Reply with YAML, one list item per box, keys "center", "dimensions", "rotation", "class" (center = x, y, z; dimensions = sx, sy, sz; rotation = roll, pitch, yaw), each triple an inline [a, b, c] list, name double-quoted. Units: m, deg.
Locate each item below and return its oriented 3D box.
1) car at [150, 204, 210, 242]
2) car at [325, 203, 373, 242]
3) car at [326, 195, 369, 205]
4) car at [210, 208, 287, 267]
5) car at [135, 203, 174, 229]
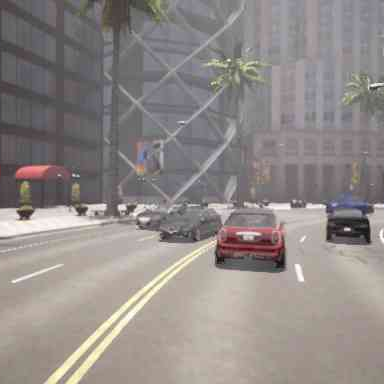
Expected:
- center: [0.043, 1.516, 16.724]
  dimensions: [1.837, 1.490, 4.892]
  rotation: [0, 0, 23]
  class: "car"
- center: [8.049, 1.540, 17.129]
  dimensions: [1.882, 1.535, 5.008]
  rotation: [0, 0, 26]
  class: "car"
- center: [14.580, 1.334, 30.832]
  dimensions: [5.566, 2.045, 2.150]
  rotation: [0, 0, -39]
  class: "car"
- center: [2.245, 1.374, 11.836]
  dimensions: [2.097, 1.767, 4.553]
  rotation: [0, 0, 16]
  class: "car"
- center: [-1.680, 1.495, 21.290]
  dimensions: [2.128, 1.511, 4.902]
  rotation: [0, 0, 27]
  class: "car"
